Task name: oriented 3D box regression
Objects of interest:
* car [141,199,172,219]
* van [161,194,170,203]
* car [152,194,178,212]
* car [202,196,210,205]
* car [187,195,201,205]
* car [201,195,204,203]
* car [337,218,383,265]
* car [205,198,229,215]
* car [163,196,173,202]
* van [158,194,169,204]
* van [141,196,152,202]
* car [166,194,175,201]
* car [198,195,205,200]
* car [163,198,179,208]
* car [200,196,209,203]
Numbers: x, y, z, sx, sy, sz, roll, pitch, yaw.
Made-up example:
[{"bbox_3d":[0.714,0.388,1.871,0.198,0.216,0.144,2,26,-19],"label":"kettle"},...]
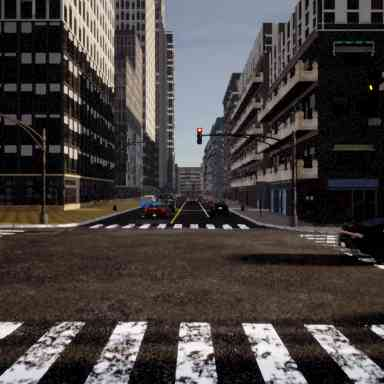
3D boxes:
[{"bbox_3d":[-3.095,1.603,29.564,1.895,1.301,4.718,0,0,0],"label":"car"},{"bbox_3d":[-5.676,1.355,72.000,1.690,1.788,3.998,0,0,0],"label":"van"},{"bbox_3d":[-3.095,1.225,39.463,2.150,2.045,5.566,0,0,0],"label":"car"},{"bbox_3d":[2.698,1.549,43.727,1.887,1.381,4.507,0,0,0],"label":"car"},{"bbox_3d":[0.113,1.609,58.007,1.895,1.301,4.718,0,0,0],"label":"car"},{"bbox_3d":[2.702,1.560,60.690,2.008,1.369,4.403,0,0,0],"label":"car"},{"bbox_3d":[7.703,1.669,11.666,4.902,1.511,2.128,1,0,-1],"label":"car"},{"bbox_3d":[2.696,1.568,33.760,1.947,1.339,4.313,0,0,0],"label":"car"},{"bbox_3d":[-5.674,1.567,77.654,2.008,1.369,4.403,0,0,0],"label":"car"},{"bbox_3d":[-5.678,1.353,66.345,1.690,1.788,3.998,0,0,0],"label":"van"},{"bbox_3d":[-5.683,1.346,43.728,1.690,1.788,3.998,0,0,0],"label":"van"},{"bbox_3d":[-5.672,1.336,88.963,2.192,1.841,5.009,0,0,0],"label":"car"},{"bbox_3d":[2.710,1.590,94.615,1.947,1.339,4.313,0,0,0],"label":"car"},{"bbox_3d":[-3.072,1.570,49.553,1.994,1.385,4.181,0,0,0],"label":"car"},{"bbox_3d":[2.705,1.559,71.997,1.887,1.381,4.507,0,0,0],"label":"car"}]
